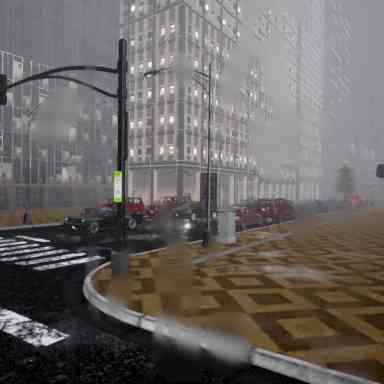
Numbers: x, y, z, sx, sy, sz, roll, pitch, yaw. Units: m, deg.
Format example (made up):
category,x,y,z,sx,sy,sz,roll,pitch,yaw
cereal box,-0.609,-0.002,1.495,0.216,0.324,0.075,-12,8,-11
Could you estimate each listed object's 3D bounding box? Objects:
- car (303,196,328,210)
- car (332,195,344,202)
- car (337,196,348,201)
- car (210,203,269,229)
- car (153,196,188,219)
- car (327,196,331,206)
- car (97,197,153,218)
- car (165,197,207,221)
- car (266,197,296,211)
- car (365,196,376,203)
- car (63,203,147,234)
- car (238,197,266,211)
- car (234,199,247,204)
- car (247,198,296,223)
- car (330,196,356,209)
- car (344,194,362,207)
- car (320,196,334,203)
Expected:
category,x,y,z,sx,sy,sz,roll,pitch,yaw
car,16.797,1.646,45.658,1.994,1.385,4.181,1,1,35
car,36.176,1.571,82.443,1.752,1.417,4.829,1,1,35
car,39.461,1.623,87.091,1.947,1.339,4.313,1,1,35
car,3.256,1.668,22.015,1.802,1.307,4.206,1,0,35
car,-1.810,1.283,28.942,2.192,1.841,5.009,1,0,35
car,23.102,1.659,54.576,1.994,1.385,4.181,1,1,35
car,-5.465,1.275,23.772,2.192,1.841,5.009,1,0,35
car,0.310,1.485,27.447,1.882,1.535,5.008,1,1,35
car,11.719,1.524,43.502,2.128,1.511,4.902,1,1,36
car,39.505,1.598,73.503,1.967,1.590,4.097,1,1,35
car,-5.131,1.595,19.724,1.895,1.301,4.718,1,1,35
car,7.692,1.430,42.270,1.967,1.590,4.097,1,0,35
car,5.771,1.511,35.162,2.128,1.511,4.902,1,1,35
car,6.745,1.409,26.943,2.192,1.841,5.009,1,0,35
car,21.395,1.656,47.096,1.812,1.442,4.674,1,1,35
car,25.422,1.366,52.858,2.150,2.045,5.566,1,1,35
car,29.868,1.617,73.524,1.802,1.307,4.206,1,1,35
